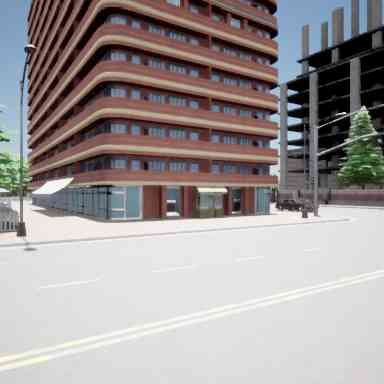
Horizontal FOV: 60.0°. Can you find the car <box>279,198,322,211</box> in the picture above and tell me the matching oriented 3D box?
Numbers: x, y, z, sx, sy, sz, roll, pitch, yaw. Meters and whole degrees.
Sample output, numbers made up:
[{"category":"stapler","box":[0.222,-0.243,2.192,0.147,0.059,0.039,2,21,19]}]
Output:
[{"category":"car","box":[13.548,1.491,41.705,2.128,1.511,4.902,0,0,-33]}]

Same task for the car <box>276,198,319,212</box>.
[{"category":"car","box":[11.789,1.505,37.954,1.837,1.490,4.892,0,0,-32]}]
